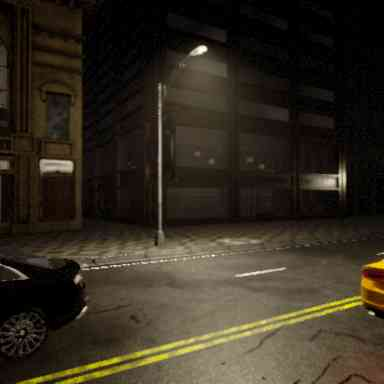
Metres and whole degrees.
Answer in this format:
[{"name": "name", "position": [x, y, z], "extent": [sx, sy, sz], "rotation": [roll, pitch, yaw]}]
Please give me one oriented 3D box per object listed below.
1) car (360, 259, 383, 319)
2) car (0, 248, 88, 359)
[{"name": "car", "position": [5.356, 1.610, 6.386], "extent": [5.008, 1.535, 1.882], "rotation": [0, -1, -31]}, {"name": "car", "position": [-4.042, 1.602, 4.735], "extent": [4.902, 1.511, 2.128], "rotation": [1, -1, -31]}]
